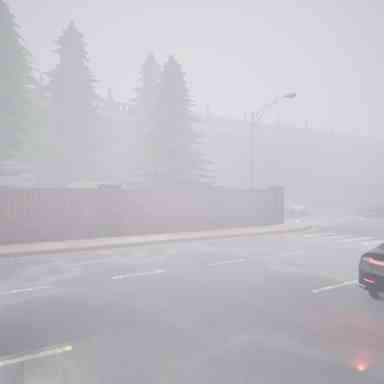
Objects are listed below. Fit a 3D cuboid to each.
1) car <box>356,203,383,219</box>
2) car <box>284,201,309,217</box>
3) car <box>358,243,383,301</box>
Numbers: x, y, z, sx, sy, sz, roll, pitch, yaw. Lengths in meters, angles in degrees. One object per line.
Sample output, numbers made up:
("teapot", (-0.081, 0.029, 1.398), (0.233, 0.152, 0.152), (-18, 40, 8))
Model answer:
("car", (16.297, 1.591, 27.567), (2.033, 1.411, 5.357), (0, -1, -19))
("car", (9.223, 1.581, 32.599), (1.812, 1.442, 4.674), (0, 0, -32))
("car", (5.527, 1.492, 6.981), (4.902, 1.511, 2.128), (0, 0, -32))
